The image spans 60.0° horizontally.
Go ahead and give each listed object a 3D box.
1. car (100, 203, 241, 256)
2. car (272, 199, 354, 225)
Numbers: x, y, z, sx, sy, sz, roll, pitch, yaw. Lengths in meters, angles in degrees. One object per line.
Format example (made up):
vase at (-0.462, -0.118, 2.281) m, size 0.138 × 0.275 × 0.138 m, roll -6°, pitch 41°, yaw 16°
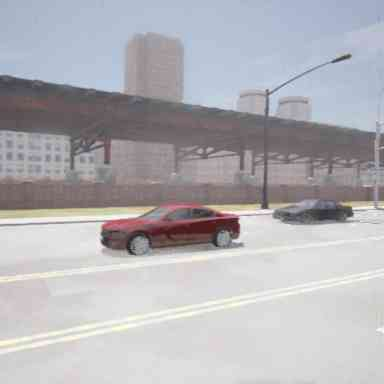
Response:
car at (-0.616, 1.157, 11.593) m, size 5.008 × 1.535 × 1.882 m, roll 0°, pitch 2°, yaw -29°
car at (7.397, 1.123, 20.018) m, size 5.357 × 1.411 × 2.033 m, roll 0°, pitch 2°, yaw -29°
